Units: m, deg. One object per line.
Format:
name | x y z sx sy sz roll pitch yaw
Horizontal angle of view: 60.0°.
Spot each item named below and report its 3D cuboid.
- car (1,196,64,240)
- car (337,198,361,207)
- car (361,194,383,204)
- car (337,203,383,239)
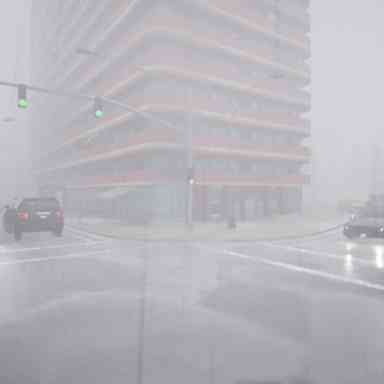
car | -8.437 1.250 17.583 2.150 2.045 5.566 0 0 -35
car | 16.968 1.404 35.106 1.882 1.535 5.008 0 0 5
car | 14.424 1.154 25.140 2.150 2.045 5.566 0 0 23
car | 9.118 1.489 16.441 2.033 1.411 5.357 0 0 40
